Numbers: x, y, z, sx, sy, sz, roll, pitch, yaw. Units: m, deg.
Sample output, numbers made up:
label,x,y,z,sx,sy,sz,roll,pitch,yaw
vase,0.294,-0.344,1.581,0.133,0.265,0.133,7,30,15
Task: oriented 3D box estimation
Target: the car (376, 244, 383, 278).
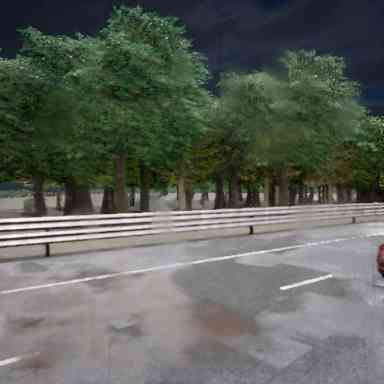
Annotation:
label,x,y,z,sx,sy,sz,roll,pitch,yaw
car,6.585,1.518,8.677,4.674,1.442,1.812,0,0,-36
